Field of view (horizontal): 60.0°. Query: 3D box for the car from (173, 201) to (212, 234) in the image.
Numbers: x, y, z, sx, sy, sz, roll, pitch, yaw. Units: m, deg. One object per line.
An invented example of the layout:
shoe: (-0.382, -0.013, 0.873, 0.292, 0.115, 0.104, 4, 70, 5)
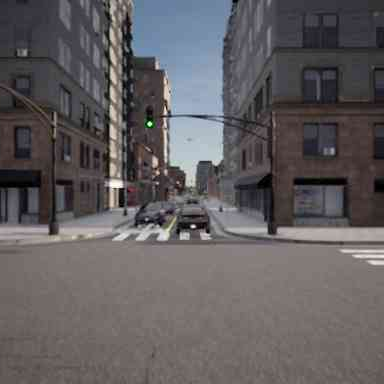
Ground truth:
car: (0.067, 1.505, 19.336, 1.837, 1.490, 4.892, 0, 0, 0)

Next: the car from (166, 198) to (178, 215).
car: (-2.791, 1.576, 33.423, 1.994, 1.385, 4.181, 0, 0, 0)

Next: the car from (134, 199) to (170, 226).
car: (-2.839, 1.509, 23.337, 1.837, 1.490, 4.892, 0, 0, 0)

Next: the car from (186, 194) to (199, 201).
car: (0.090, 1.546, 54.773, 1.837, 1.490, 4.892, 0, 0, 1)

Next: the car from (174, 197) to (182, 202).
car: (-2.740, 1.528, 43.833, 1.837, 1.490, 4.892, 0, 0, 1)
